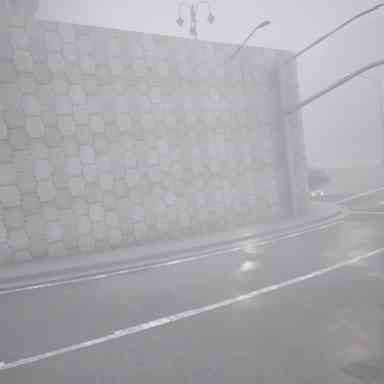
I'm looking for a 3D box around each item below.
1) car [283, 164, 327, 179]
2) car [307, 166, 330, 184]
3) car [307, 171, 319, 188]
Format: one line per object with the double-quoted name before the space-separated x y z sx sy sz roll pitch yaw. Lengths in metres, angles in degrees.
"car" 13.550 -2.404 40.107 1.895 1.301 4.718 -11 7 -35
"car" 10.710 -1.341 31.788 1.837 1.490 4.892 -11 6 -34
"car" 8.041 -0.736 29.581 2.033 1.411 5.357 -11 7 -35
